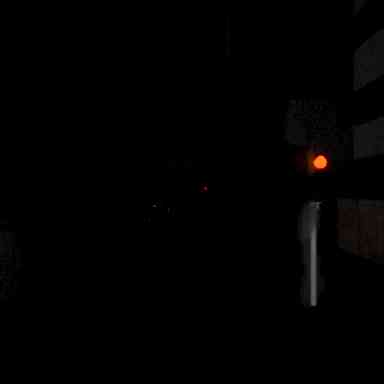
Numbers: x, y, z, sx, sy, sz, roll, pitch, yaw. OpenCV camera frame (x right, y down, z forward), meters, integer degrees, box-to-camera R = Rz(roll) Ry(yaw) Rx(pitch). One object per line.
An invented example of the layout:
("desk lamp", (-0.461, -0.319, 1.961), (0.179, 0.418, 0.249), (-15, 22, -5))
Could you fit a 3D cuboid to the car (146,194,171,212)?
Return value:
("car", (-4.138, 1.221, 39.674), (2.150, 2.045, 5.566), (0, 0, 0))
